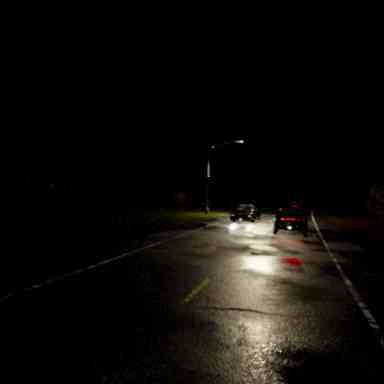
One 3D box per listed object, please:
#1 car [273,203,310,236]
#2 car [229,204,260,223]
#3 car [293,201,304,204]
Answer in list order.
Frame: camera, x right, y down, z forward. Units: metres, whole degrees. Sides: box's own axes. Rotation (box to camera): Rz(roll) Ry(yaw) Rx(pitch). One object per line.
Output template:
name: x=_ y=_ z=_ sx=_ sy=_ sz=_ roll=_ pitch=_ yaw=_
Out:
car: x=6.028 y=1.691 z=20.230 sx=1.837 sy=1.490 sz=4.892 roll=2 pitch=0 yaw=18
car: x=4.476 y=1.696 z=27.373 sx=2.033 sy=1.411 sz=5.357 roll=2 pitch=0 yaw=18
car: x=13.748 y=1.921 z=42.994 sx=1.837 sy=1.490 sz=4.892 roll=2 pitch=1 yaw=19
